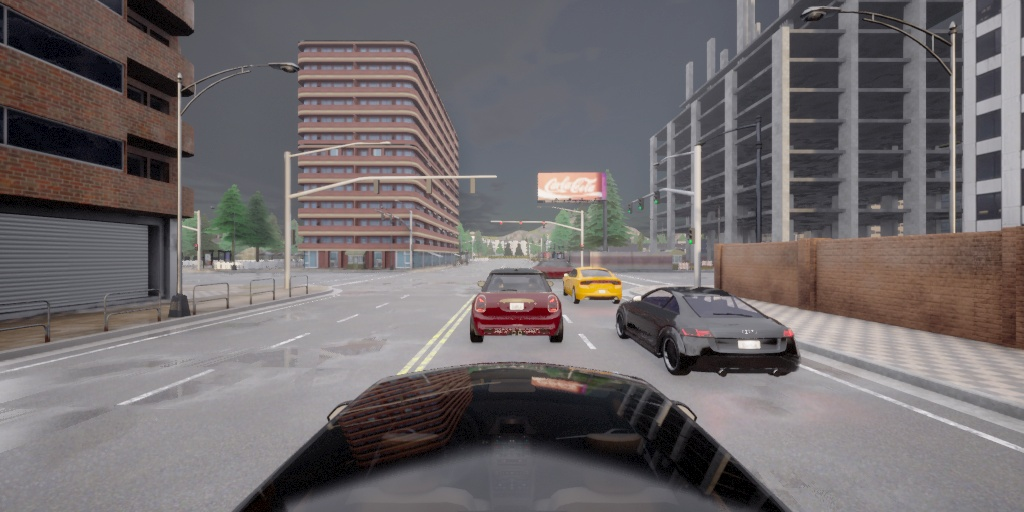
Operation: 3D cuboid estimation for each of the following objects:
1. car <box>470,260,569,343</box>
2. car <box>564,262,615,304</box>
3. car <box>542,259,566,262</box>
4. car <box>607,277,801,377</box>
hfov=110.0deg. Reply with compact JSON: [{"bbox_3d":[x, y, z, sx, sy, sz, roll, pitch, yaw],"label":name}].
[{"bbox_3d":[0.103,1.102,9.855,2.097,1.767,4.553,0,0,0],"label":"car"},{"bbox_3d":[3.504,1.228,16.383,1.882,1.535,5.008,0,0,0],"label":"car"},{"bbox_3d":[3.806,1.101,28.031,4.553,1.767,2.097,0,0,0],"label":"car"},{"bbox_3d":[3.600,1.314,7.450,1.994,1.385,4.181,0,0,0],"label":"car"}]
